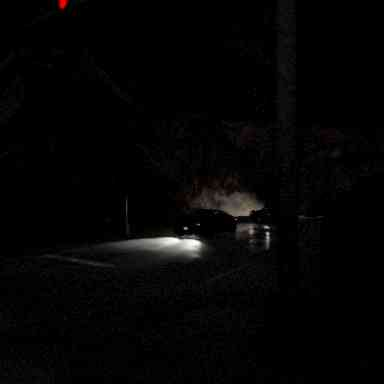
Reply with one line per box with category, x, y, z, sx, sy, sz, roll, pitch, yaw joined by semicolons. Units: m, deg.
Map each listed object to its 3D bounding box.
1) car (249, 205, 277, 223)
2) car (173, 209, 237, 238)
car;6.541;1.698;26.494;1.895;1.301;4.718;-1;0;43
car;0.818;1.661;18.467;1.994;1.385;4.181;-1;0;35
